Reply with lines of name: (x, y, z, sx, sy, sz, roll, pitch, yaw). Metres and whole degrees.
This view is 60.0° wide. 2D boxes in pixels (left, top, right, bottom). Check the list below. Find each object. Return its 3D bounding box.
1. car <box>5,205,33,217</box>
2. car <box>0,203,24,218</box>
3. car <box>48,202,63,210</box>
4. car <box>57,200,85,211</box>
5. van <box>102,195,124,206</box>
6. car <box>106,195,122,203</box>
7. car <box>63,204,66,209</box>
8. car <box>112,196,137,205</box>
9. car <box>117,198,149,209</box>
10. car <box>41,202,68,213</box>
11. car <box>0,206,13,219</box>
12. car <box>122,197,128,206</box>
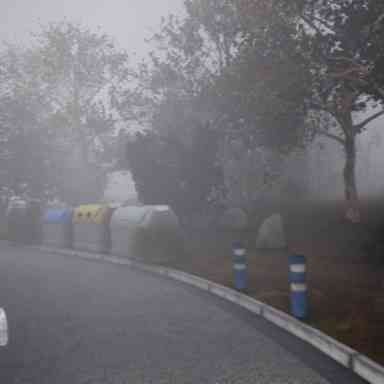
car: (-26.244, 2.800, 50.347, 5.008, 1.535, 2.097, -3, 1, 42)
car: (-20.075, 2.367, 37.709, 5.566, 2.045, 2.435, -3, 1, 42)
car: (-18.299, 2.212, 39.685, 5.566, 2.045, 2.435, -3, 1, 42)
car: (-20.631, 2.327, 56.586, 4.892, 1.521, 2.231, -3, 1, 42)
van: (-14.937, 1.632, 62.748, 4.442, 1.987, 1.878, -3, 1, 42)
car: (-12.719, 1.735, 45.887, 5.566, 2.045, 2.435, -3, 1, 42)
car: (-16.318, 2.334, 41.831, 4.674, 1.452, 2.002, -3, 1, 42)
car: (-13.141, 1.708, 64.913, 4.892, 1.521, 2.231, -3, 1, 42)
car: (-8.984, 1.707, 50.026, 4.792, 1.488, 2.163, -3, 1, 42)
car: (-22.515, 2.512, 54.527, 4.792, 1.488, 2.163, -3, 1, 42)
car: (-27.972, 2.952, 48.141, 5.366, 1.575, 1.946, -3, 1, 42)
car: (-10.801, 1.858, 47.919, 4.792, 1.488, 2.163, -3, 1, 42)
